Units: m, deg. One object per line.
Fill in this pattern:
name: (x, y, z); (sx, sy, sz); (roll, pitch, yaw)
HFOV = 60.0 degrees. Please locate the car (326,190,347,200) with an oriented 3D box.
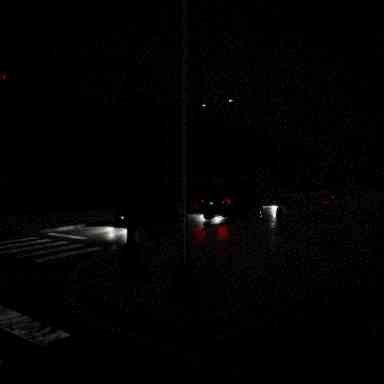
car: (19.808, 0.332, 45.507); (1.895, 1.301, 4.718); (0, 2, 35)

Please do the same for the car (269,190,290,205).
car: (8.894, 0.557, 35.197); (1.837, 1.490, 4.892); (0, 2, 35)

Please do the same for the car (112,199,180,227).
car: (-2.524, 1.118, 19.102); (1.994, 1.385, 4.181); (0, 2, 35)

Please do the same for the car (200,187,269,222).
car: (2.671, 0.669, 21.325); (2.150, 2.045, 5.566); (0, 2, 35)

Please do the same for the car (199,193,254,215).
car: (2.887, 0.859, 26.734); (2.033, 1.411, 5.357); (0, 2, 35)
